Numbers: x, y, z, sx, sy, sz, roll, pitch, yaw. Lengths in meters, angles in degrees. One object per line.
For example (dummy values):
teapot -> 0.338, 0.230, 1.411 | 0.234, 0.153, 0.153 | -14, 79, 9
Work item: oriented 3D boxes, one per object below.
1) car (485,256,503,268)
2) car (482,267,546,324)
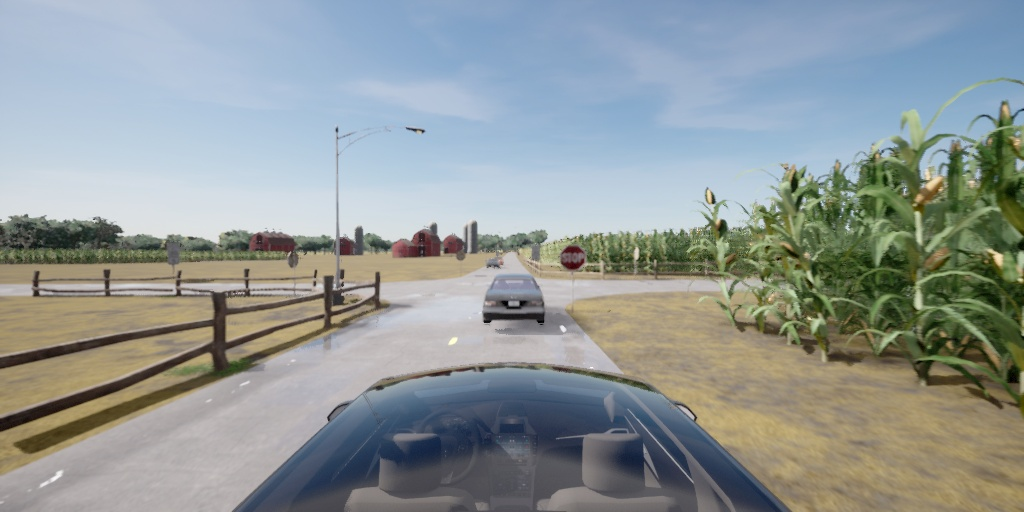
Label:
car -> -2.736, 1.082, 52.010 | 1.837, 1.490, 4.892 | 0, 0, 0
car -> 0.068, 1.270, 11.782 | 2.033, 1.411, 5.357 | 0, 0, 1
